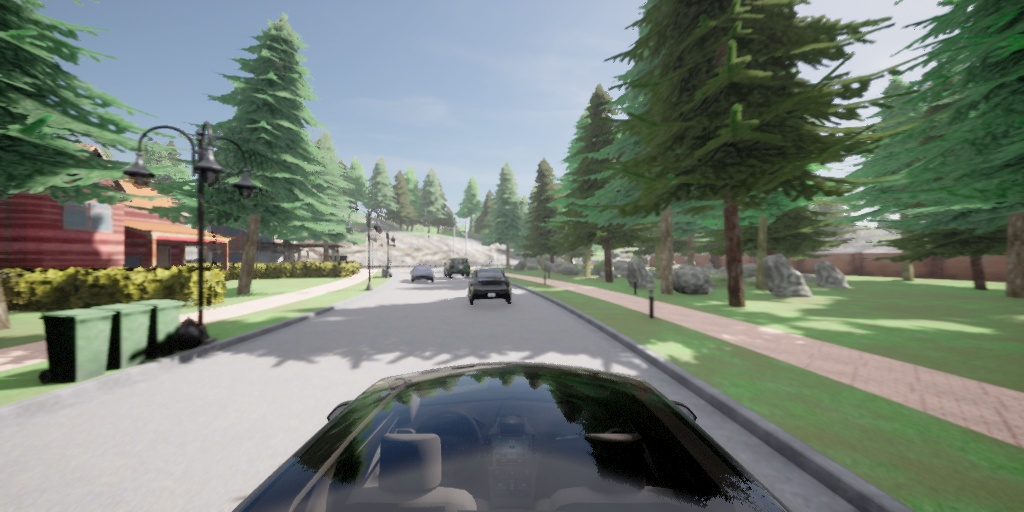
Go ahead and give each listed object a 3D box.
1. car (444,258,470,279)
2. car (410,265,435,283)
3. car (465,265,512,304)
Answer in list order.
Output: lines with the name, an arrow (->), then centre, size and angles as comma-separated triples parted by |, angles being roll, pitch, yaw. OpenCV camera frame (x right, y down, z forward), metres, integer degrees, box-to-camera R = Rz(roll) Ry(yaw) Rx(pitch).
car -> -5.664, 1.203, 36.875 | 2.150, 2.045, 5.566 | 0, 0, -17
car -> -7.671, 1.502, 30.715 | 2.033, 1.411, 5.357 | 0, 0, -15
car -> -1.139, 1.349, 16.963 | 1.837, 1.490, 4.892 | 0, 0, -8
